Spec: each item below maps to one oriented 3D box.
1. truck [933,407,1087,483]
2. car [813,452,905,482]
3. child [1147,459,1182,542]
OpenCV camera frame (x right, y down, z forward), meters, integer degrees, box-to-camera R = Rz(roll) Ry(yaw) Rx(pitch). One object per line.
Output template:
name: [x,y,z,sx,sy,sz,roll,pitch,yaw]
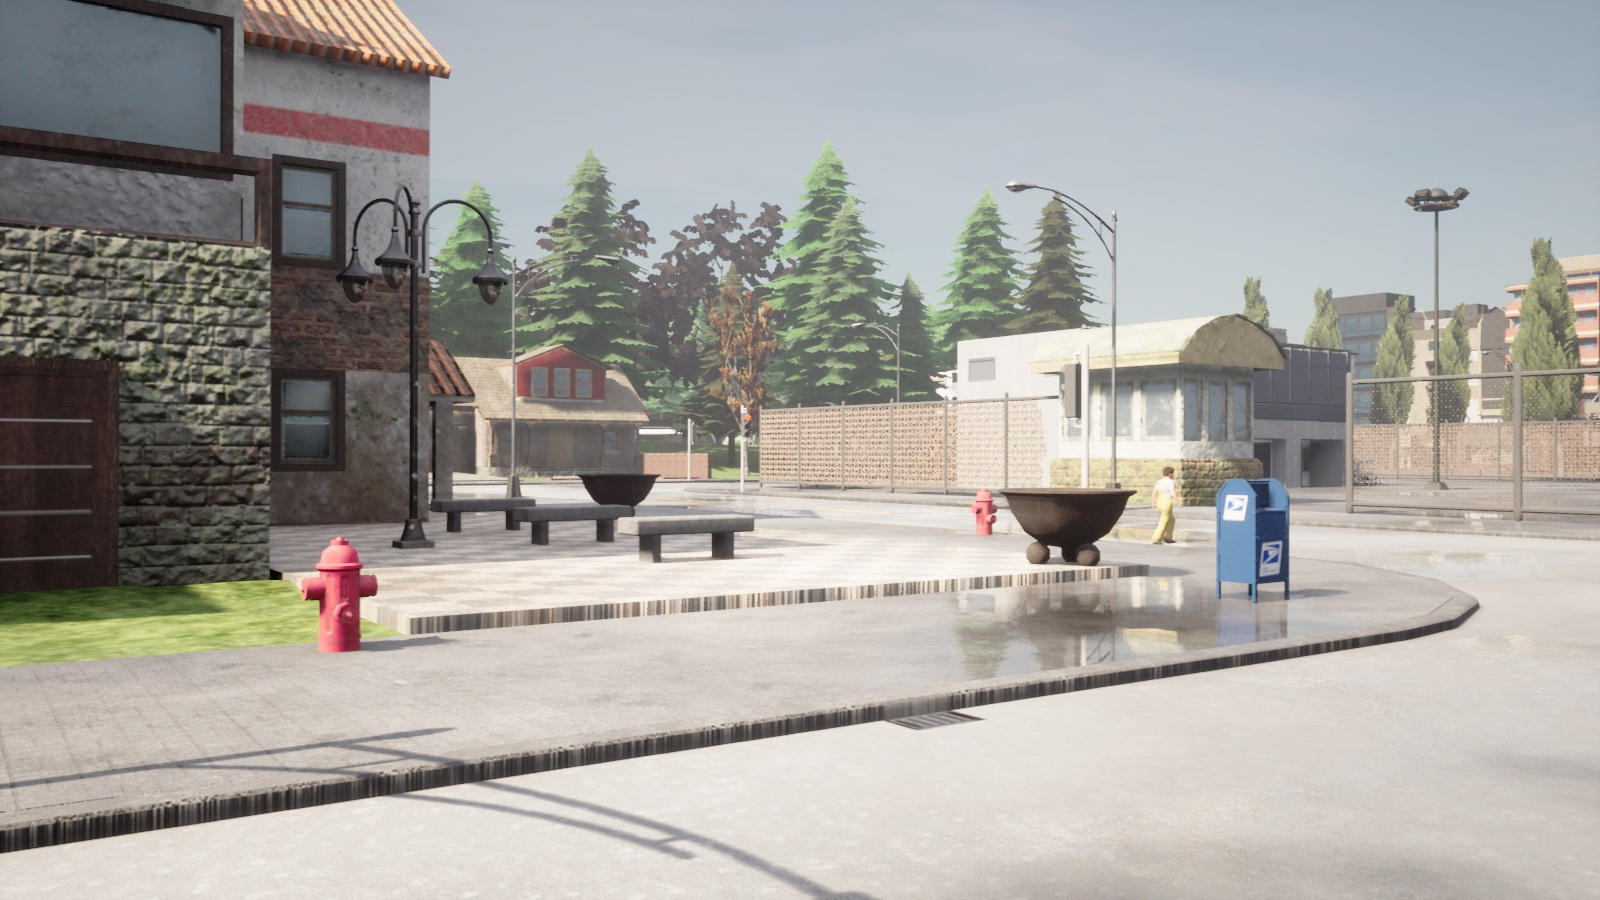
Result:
truck: [11.257,-0.265,66.920,8.468,3.827,2.891,0,0,-34]
car: [3.126,0.860,66.200,4.514,1.525,2.007,0,0,-35]
child: [5.622,0.772,19.352,0.437,1.263,0.270,0,0,-15]
